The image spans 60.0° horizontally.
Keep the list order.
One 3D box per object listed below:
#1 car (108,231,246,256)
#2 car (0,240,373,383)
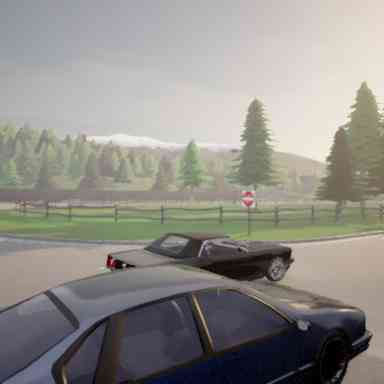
[{"bbox_3d":[0.428,1.653,8.350,4.718,1.301,1.895,1,0,-35],"label":"car"},{"bbox_3d":[-0.233,1.566,3.580,5.357,1.411,2.033,1,0,-35],"label":"car"}]
